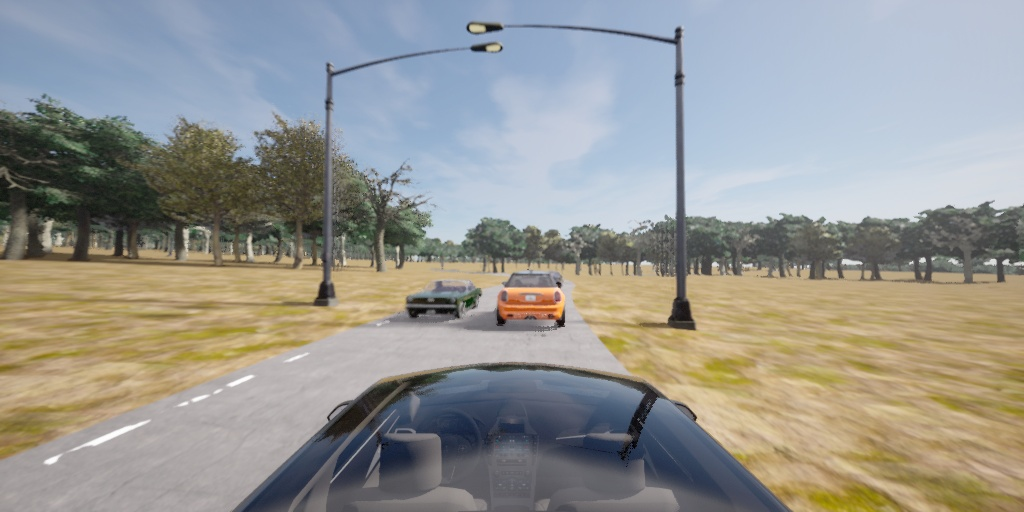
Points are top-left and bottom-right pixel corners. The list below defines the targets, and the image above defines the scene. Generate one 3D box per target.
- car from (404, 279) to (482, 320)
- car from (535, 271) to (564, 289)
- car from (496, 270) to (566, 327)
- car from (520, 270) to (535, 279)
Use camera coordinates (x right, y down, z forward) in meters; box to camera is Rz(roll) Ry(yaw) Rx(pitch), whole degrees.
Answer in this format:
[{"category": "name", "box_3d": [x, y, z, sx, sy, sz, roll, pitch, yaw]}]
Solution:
[{"category": "car", "box_3d": [-2.447, 1.565, 13.839, 1.895, 1.301, 4.718, 0, -1, 5]}, {"category": "car", "box_3d": [3.367, 2.002, 30.850, 2.033, 1.411, 5.357, 0, -2, 11]}, {"category": "car", "box_3d": [0.702, 1.297, 12.629, 2.097, 1.767, 4.553, 0, -1, 4]}, {"category": "car", "box_3d": [2.392, 2.849, 56.088, 1.994, 1.385, 4.181, 0, -2, -2]}]
